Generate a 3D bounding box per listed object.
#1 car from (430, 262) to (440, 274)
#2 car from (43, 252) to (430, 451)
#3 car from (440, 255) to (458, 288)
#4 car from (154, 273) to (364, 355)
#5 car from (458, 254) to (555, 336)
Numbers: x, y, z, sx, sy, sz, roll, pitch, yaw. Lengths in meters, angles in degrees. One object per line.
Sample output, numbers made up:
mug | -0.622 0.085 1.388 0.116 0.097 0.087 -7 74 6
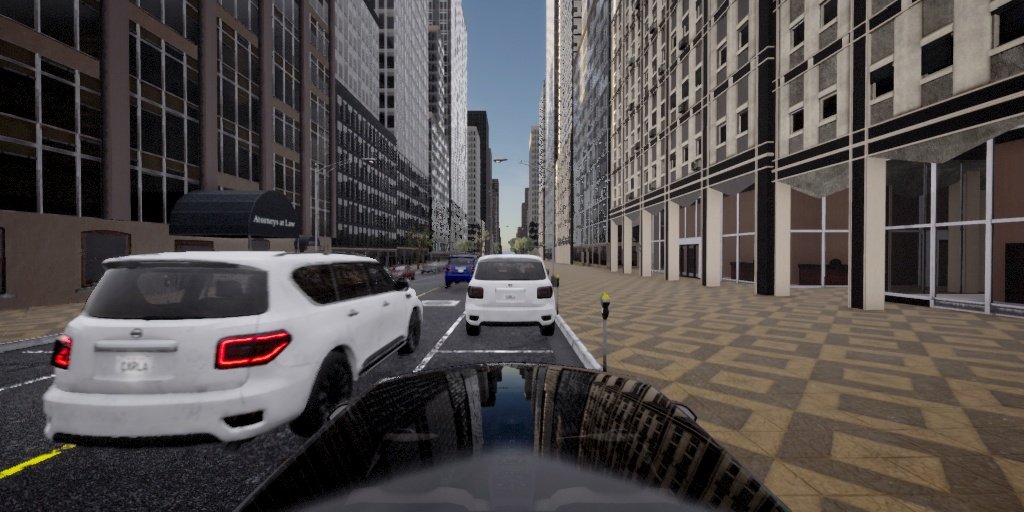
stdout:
car | -8.837 1.293 39.574 2.007 1.370 4.403 0 0 0
car | -3.047 0.970 5.575 2.150 2.045 5.566 0 0 0
car | -3.043 0.967 23.987 2.150 2.045 5.566 0 0 0
car | -6.249 1.296 9.961 2.033 1.411 5.357 0 0 0
car | -0.039 0.976 10.531 2.150 2.045 5.566 0 0 0
